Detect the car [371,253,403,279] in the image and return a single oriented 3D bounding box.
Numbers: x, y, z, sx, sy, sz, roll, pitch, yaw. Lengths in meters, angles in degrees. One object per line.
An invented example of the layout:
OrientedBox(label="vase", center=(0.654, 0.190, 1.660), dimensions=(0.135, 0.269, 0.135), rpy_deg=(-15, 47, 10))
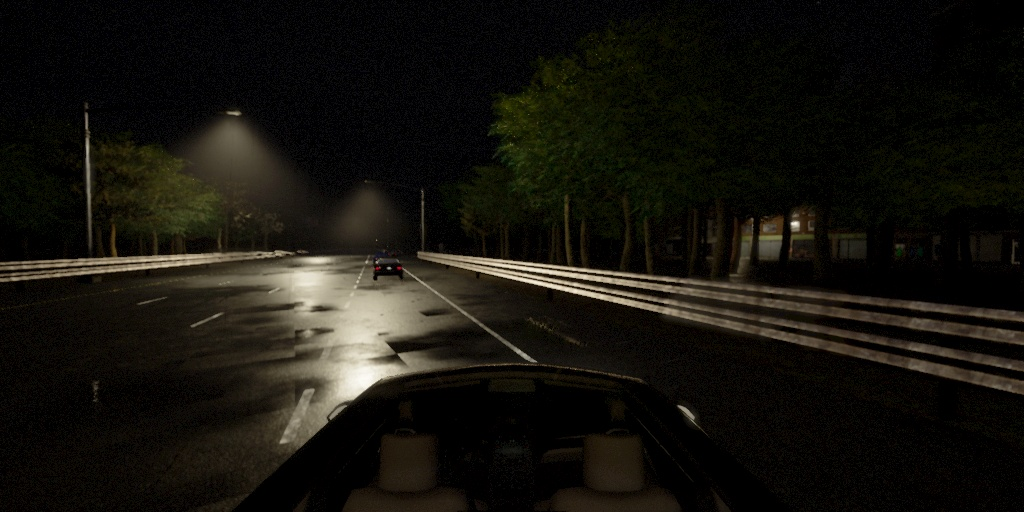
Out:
OrientedBox(label="car", center=(-8.438, 0.749, 24.257), dimensions=(2.033, 1.411, 5.357), rpy_deg=(-1, 1, -21))

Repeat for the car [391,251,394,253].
OrientedBox(label="car", center=(-14.065, 0.376, 38.766), dimensions=(1.812, 1.442, 4.674), rpy_deg=(-1, 1, -21))
